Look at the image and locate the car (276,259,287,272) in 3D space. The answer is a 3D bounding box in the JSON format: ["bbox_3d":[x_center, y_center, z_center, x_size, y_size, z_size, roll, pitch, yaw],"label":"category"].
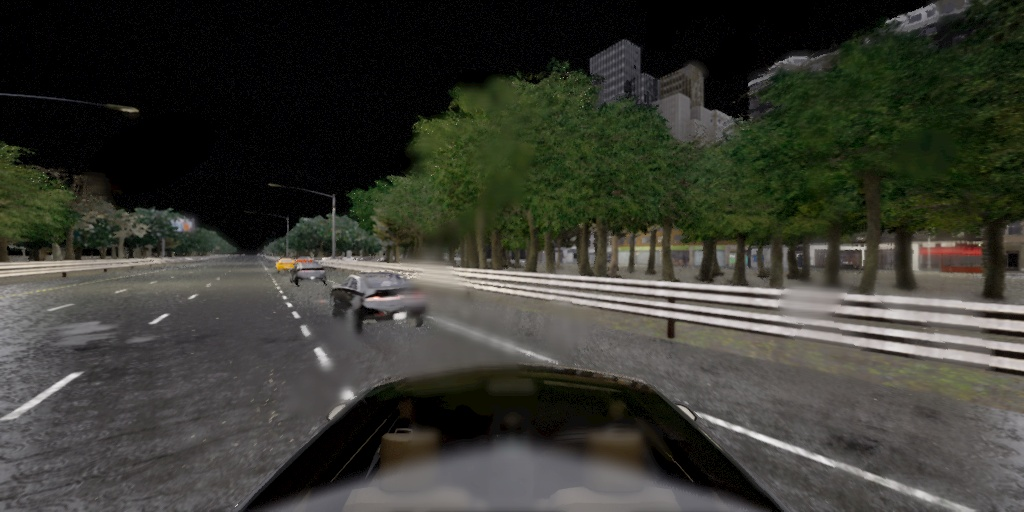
[{"bbox_3d":[-27.176,1.088,43.179,1.882,1.535,5.008,0,0,-35],"label":"car"}]

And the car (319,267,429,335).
[{"bbox_3d":[-4.063,1.221,10.580,2.128,1.511,4.902,0,0,-35],"label":"car"}]

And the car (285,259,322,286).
[{"bbox_3d":[-13.896,1.170,24.430,2.128,1.511,4.902,0,0,-35],"label":"car"}]
